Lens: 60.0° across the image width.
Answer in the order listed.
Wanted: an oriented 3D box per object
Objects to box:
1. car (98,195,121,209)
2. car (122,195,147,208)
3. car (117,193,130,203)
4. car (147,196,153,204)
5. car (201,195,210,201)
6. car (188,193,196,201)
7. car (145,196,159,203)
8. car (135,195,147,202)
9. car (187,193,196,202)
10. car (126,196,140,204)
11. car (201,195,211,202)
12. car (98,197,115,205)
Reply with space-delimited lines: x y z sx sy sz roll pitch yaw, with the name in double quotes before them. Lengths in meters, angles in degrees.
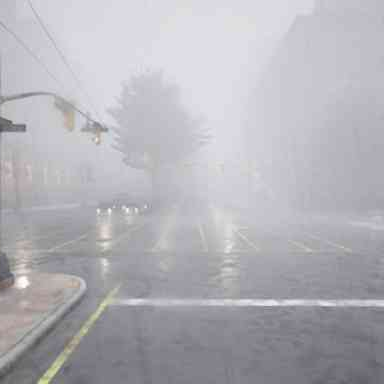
"car" -11.623 1.497 46.119 1.812 1.442 4.674 0 0 0
"car" -8.124 1.517 47.520 2.033 1.411 5.357 0 0 0
"car" -11.580 1.187 55.531 2.150 2.045 5.566 0 0 1
"car" -8.073 1.528 56.756 1.994 1.385 4.181 0 0 1
"car" 3.434 1.471 87.034 2.128 1.511 4.902 0 0 0
"car" -0.066 1.171 87.061 2.150 2.045 5.566 0 0 0
"car" -8.051 1.505 67.378 2.033 1.411 5.357 0 0 0
"car" -11.558 1.478 75.648 2.128 1.511 4.902 0 0 0
"car" -0.059 1.492 76.820 2.033 1.411 5.357 0 0 0
"car" -11.550 1.523 65.415 1.994 1.385 4.181 0 0 0
"car" 3.440 1.546 78.001 1.895 1.301 4.718 0 0 0
"car" -14.793 1.558 57.823 1.895 1.301 4.718 0 0 0
